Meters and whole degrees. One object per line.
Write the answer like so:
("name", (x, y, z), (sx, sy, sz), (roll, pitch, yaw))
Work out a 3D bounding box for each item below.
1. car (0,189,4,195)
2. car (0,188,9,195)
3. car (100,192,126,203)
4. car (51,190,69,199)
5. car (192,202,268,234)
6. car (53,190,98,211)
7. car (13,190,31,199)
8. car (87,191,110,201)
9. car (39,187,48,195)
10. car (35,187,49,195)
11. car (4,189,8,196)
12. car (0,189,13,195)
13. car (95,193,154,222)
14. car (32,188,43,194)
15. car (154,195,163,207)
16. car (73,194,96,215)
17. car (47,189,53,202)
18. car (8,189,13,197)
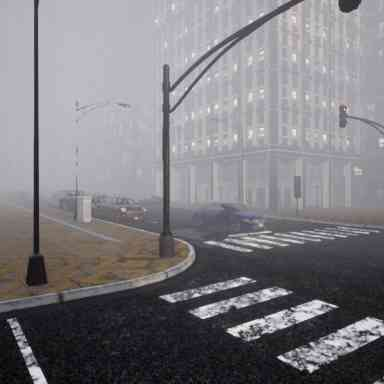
("car", (-37.027, 0.107, 67.575), (2.008, 1.369, 4.403), (1, 0, -36))
("car", (-43.513, -0.113, 76.642), (1.887, 1.381, 4.507), (1, 0, -36))
("car", (-10.889, 0.707, 45.442), (1.752, 1.417, 4.829), (1, 0, -36))
("car", (-23.089, 0.378, 58.018), (1.812, 1.442, 4.674), (0, 1, -36))
("car", (1.883, 1.291, 17.887), (1.812, 1.442, 4.674), (0, 1, -39))
("car", (-11.075, 0.729, 31.306), (2.192, 1.841, 5.009), (1, 0, -36))
("car", (-27.297, 0.422, 53.974), (1.887, 1.381, 4.507), (1, 0, -36))
("car", (-14.036, 0.643, 49.839), (1.947, 1.339, 4.313), (1, 0, -36))
("car", (-33.501, -0.021, 77.050), (1.887, 1.381, 4.507), (1, 0, -36))
("car", (-36.740, -0.357, 81.585), (2.192, 1.841, 5.009), (1, 0, -36))
("car", (-33.783, 0.208, 63.041), (1.887, 1.381, 4.507), (1, 0, -36))
("car", (-40.271, 0.015, 72.108), (1.947, 1.339, 4.313), (1, 0, -36))
("car", (-4.592, 1.068, 22.239), (1.967, 1.590, 4.097), (1, 0, -36))
("car", (-39.990, -0.213, 86.121), (1.947, 1.339, 4.313), (1, 0, -36))
("car", (-4.303, 0.982, 36.233), (1.802, 1.307, 4.206), (1, 0, -36))
("car", (-7.839, 1.103, 26.773), (1.802, 1.307, 4.206), (1, 0, -36))
("car", (-17.468, 0.620, 44.749), (2.128, 1.511, 4.902), (0, 1, -35))
("car", (-30.540, 0.321, 58.508), (2.008, 1.369, 4.403), (1, 0, -36))
